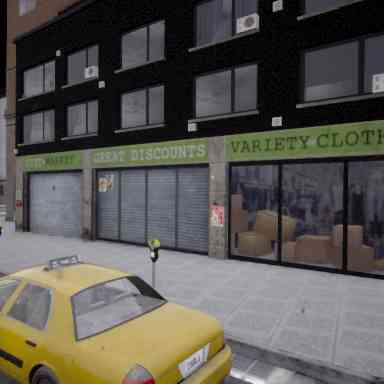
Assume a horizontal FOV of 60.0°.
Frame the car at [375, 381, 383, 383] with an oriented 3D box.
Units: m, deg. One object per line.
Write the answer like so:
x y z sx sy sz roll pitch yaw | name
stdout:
2.829 1.551 1.071 4.403 1.369 2.008 0 1 36 | car

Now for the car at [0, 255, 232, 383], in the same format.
-1.855 1.524 4.416 4.829 1.417 1.752 0 1 36 | car
